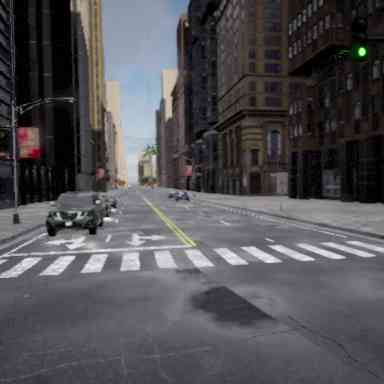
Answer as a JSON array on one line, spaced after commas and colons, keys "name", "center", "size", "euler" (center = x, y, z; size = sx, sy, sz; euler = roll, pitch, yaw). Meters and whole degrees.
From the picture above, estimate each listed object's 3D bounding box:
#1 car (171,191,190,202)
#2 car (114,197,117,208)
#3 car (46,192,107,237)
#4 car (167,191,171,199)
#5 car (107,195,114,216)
[{"name": "car", "center": [-1.557, 0.644, 49.242], "size": [1.812, 1.442, 4.674], "euler": [-1, 1, -10]}, {"name": "car", "center": [-9.488, 1.070, 37.132], "size": [1.994, 1.385, 4.181], "euler": [-1, 1, -11]}, {"name": "car", "center": [-5.991, 1.024, 17.543], "size": [2.150, 2.045, 5.566], "euler": [-1, 1, -10]}, {"name": "car", "center": [-3.343, 0.495, 58.999], "size": [1.812, 1.442, 4.674], "euler": [-1, 1, -10]}, {"name": "car", "center": [-7.717, 1.159, 27.268], "size": [1.837, 1.490, 4.892], "euler": [-1, 1, -10]}]
